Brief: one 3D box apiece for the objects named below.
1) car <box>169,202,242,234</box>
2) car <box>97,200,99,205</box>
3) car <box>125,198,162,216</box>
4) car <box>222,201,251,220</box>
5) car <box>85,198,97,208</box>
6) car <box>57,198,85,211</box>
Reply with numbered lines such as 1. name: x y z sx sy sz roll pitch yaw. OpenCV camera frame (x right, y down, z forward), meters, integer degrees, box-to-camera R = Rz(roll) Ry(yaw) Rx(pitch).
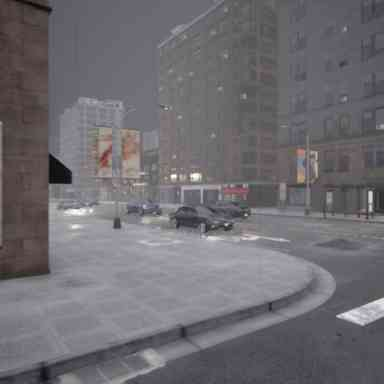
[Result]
1. car: 0.442 1.525 19.865 1.837 1.490 4.892 0 0 -36
2. car: -17.457 1.645 56.408 2.033 1.411 5.357 0 0 -36
3. car: -4.798 1.392 32.783 2.097 1.767 4.553 0 0 -36
4. car: 2.831 1.524 28.042 1.837 1.490 4.892 0 0 -36
5. car: -16.175 1.601 48.855 2.128 1.511 4.902 0 0 -36
6. car: -15.762 1.679 42.607 1.895 1.301 4.718 0 0 -35
